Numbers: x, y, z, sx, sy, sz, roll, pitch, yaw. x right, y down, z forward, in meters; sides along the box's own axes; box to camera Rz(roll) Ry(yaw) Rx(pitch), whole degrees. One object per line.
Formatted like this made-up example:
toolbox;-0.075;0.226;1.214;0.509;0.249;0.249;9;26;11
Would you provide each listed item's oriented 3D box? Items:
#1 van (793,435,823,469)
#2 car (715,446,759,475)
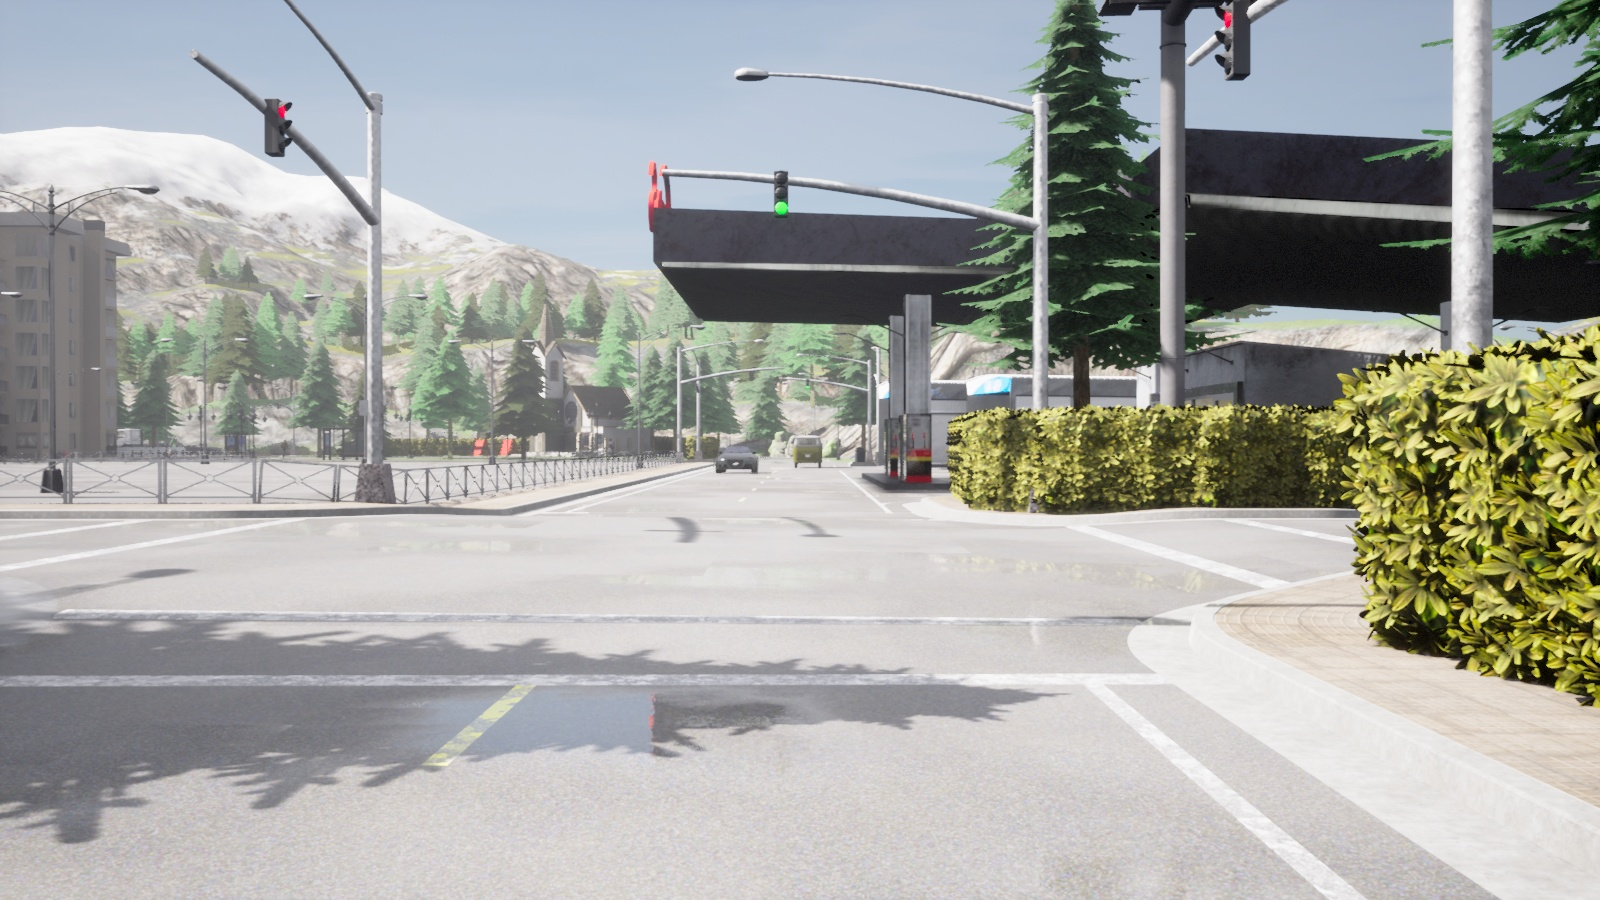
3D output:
van;0.474;0.096;77.224;1.775;1.987;4.442;0;0;0
car;-3.112;0.480;62.718;1.994;1.385;4.181;0;0;0
